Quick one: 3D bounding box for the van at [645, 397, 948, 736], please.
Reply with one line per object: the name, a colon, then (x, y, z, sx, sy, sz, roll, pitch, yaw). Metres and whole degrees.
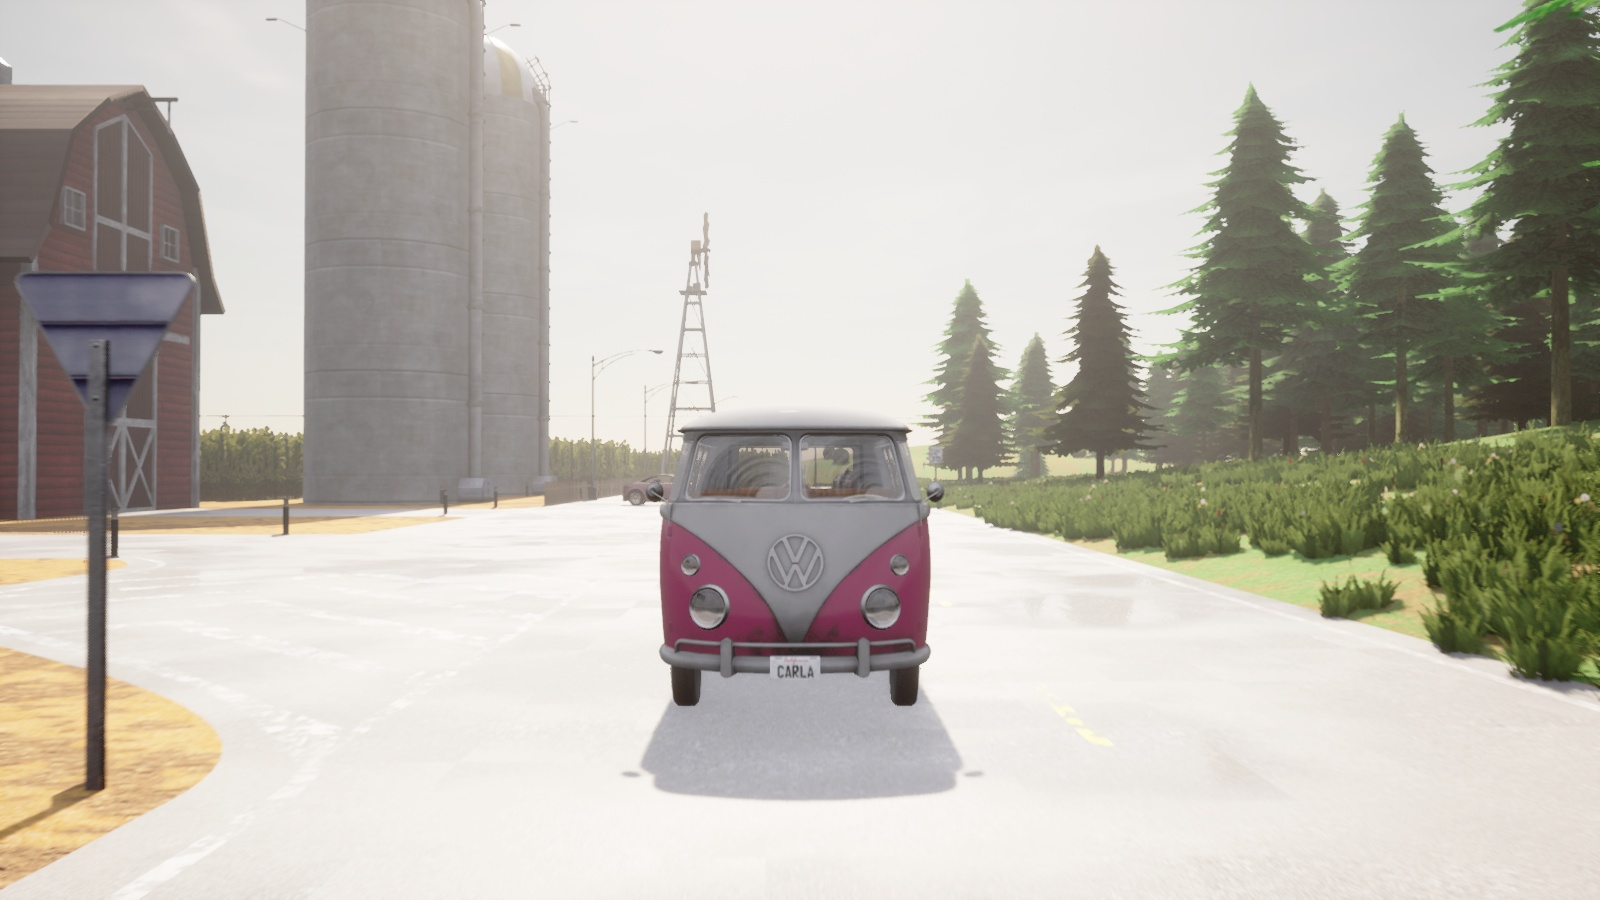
van: (-0.030, 0.720, 9.654, 1.775, 1.987, 4.442, -1, -1, 0)
